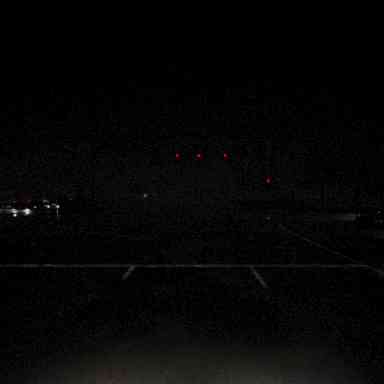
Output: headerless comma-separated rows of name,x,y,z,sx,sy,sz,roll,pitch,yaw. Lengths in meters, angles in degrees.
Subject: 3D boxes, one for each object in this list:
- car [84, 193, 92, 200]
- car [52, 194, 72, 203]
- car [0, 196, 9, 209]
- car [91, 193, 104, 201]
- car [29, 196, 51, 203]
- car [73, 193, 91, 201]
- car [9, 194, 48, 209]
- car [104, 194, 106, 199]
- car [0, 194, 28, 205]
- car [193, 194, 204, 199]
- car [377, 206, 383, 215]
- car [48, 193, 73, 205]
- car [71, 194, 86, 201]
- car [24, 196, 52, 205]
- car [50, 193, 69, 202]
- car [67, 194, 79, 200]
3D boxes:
car,-26.480,1.150,84.815,1.837,1.490,4.892,0,0,-14
car,-24.585,1.222,63.200,1.882,1.535,5.008,0,0,1
car,-24.631,1.360,42.936,1.812,1.442,4.674,0,0,0
car,-21.131,1.063,71.559,2.097,1.767,4.553,0,0,0
car,-28.079,1.352,61.654,1.895,1.301,4.718,0,0,0
car,-21.100,1.349,62.402,1.895,1.301,4.718,0,0,0
car,-21.137,1.185,43.185,2.097,1.767,4.553,0,0,0
car,-22.736,1.153,84.103,1.837,1.490,4.892,0,0,-10
car,-28.129,1.143,52.660,2.097,1.767,4.553,0,0,0
car,1.555,1.233,87.594,1.895,1.301,4.718,0,0,-14
car,17.639,1.260,26.129,4.553,1.767,2.097,0,0,6
car,-21.137,1.294,53.010,1.837,1.490,4.892,0,0,0
car,-24.635,1.229,72.285,1.812,1.442,4.674,0,0,-3
car,-24.633,1.335,53.562,2.033,1.411,5.357,0,0,0
car,-28.103,1.067,70.670,2.097,1.767,4.553,0,0,0
car,-29.621,1.252,82.821,1.895,1.301,4.718,0,0,-10
